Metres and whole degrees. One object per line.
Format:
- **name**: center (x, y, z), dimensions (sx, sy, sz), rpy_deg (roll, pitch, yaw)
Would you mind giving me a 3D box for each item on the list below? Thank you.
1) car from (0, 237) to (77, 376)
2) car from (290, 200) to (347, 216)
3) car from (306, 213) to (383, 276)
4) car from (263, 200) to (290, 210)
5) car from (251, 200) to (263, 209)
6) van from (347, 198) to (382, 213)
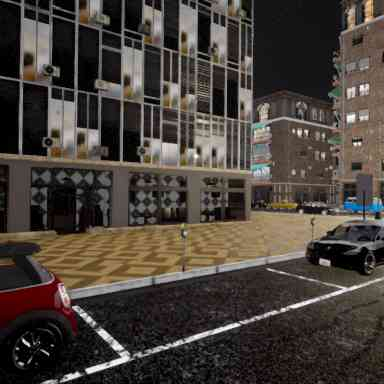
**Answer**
- **car**: center (-3.647, 1.440, 3.947), dimensions (4.097, 1.590, 1.967), rpy_deg (0, 1, -35)
- **car**: center (12.294, 1.619, 32.684), dimensions (2.008, 1.369, 4.403), rpy_deg (0, -1, -35)
- **car**: center (5.435, 1.566, 10.415), dimensions (4.313, 1.339, 1.947), rpy_deg (0, 1, -35)
- **car**: center (12.763, 1.786, 46.716), dimensions (1.752, 1.417, 4.829), rpy_deg (0, -1, -35)
- **car**: center (9.698, 1.863, 51.137), dimensions (1.947, 1.339, 4.313), rpy_deg (0, -1, -35)
- **van**: center (19.184, 1.524, 37.457), dimensions (1.690, 1.788, 3.998), rpy_deg (0, -1, -35)
